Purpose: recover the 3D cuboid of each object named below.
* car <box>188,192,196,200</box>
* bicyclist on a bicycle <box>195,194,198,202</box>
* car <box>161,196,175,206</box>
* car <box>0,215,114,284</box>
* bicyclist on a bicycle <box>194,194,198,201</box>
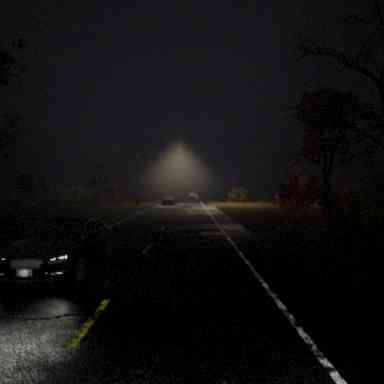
[{"bbox_3d":[-0.017,1.283,83.202,1.895,1.301,4.718,0,0,0],"label":"car"},{"bbox_3d":[0.932,1.208,68.186,0.866,1.612,1.509,0,0,0],"label":"bicyclist on a bicycle"},{"bbox_3d":[-3.587,1.391,51.456,2.033,1.411,5.357,0,0,0],"label":"car"},{"bbox_3d":[-3.602,1.471,9.589,2.128,1.511,4.902,0,0,0],"label":"car"},{"bbox_3d":[0.930,1.170,76.063,0.866,1.612,1.509,0,0,0],"label":"bicyclist on a bicycle"}]
